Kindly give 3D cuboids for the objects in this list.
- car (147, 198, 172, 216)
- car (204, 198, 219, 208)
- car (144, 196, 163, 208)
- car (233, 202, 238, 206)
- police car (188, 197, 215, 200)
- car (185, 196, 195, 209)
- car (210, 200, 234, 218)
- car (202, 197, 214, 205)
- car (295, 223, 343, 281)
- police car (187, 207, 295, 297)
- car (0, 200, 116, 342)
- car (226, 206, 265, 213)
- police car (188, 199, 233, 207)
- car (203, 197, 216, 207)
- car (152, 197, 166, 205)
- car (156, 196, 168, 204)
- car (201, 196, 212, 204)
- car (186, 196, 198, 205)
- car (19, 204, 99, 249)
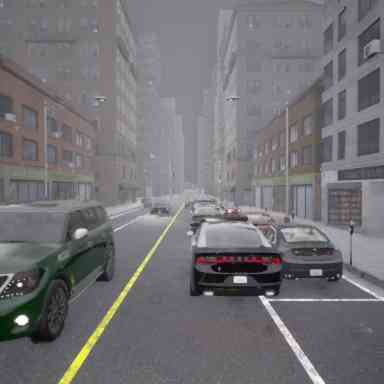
[{"bbox_3d":[-3.009,1.604,33.057,1.895,1.301,4.718,0,0,0],"label":"car"},{"bbox_3d":[2.740,1.577,48.086,1.947,1.339,4.313,-1,0,0],"label":"car"},{"bbox_3d":[-5.787,1.451,48.084,1.967,1.590,4.097,-1,0,0],"label":"car"},{"bbox_3d":[2.743,1.441,26.066,1.967,1.590,4.097,-1,0,0],"label":"car"},{"bbox_3d":[0.892,1.426,24.762,1.930,1.638,5.238,0,0,0],"label":"police car"},{"bbox_3d":[-0.001,1.535,45.195,1.812,1.442,4.674,0,0,0],"label":"car"},{"bbox_3d":[2.743,1.548,31.571,1.887,1.381,4.507,-1,0,0],"label":"car"},{"bbox_3d":[2.737,1.563,59.096,1.887,1.381,4.507,-1,0,0],"label":"car"},{"bbox_3d":[2.748,1.549,9.550,2.008,1.369,4.403,-1,0,0],"label":"car"},{"bbox_3d":[0.896,1.424,8.761,1.930,1.638,5.238,0,0,0],"label":"police car"},{"bbox_3d":[-3.103,1.220,6.821,2.150,2.045,5.566,0,0,0],"label":"car"},{"bbox_3d":[2.747,1.544,15.055,1.887,1.381,4.507,-1,0,0],"label":"car"},{"bbox_3d":[0.890,1.425,18.762,1.930,1.638,5.238,0,0,0],"label":"police car"},{"bbox_3d":[2.738,1.559,53.591,1.887,1.381,4.507,-1,0,0],"label":"car"},{"bbox_3d":[-5.788,1.569,59.095,2.008,1.369,4.403,-1,0,0],"label":"car"},{"bbox_3d":[-5.789,1.567,64.600,1.887,1.381,4.507,-1,0,0],"label":"car"},{"bbox_3d":[2.736,1.567,64.602,1.887,1.381,4.507,-1,0,0],"label":"car"},{"bbox_3d":[-0.015,1.510,58.960,2.128,1.511,4.902,0,0,0],"label":"car"},{"bbox_3d":[-5.780,1.439,15.053,1.967,1.590,4.097,-1,0,0],"label":"car"}]
